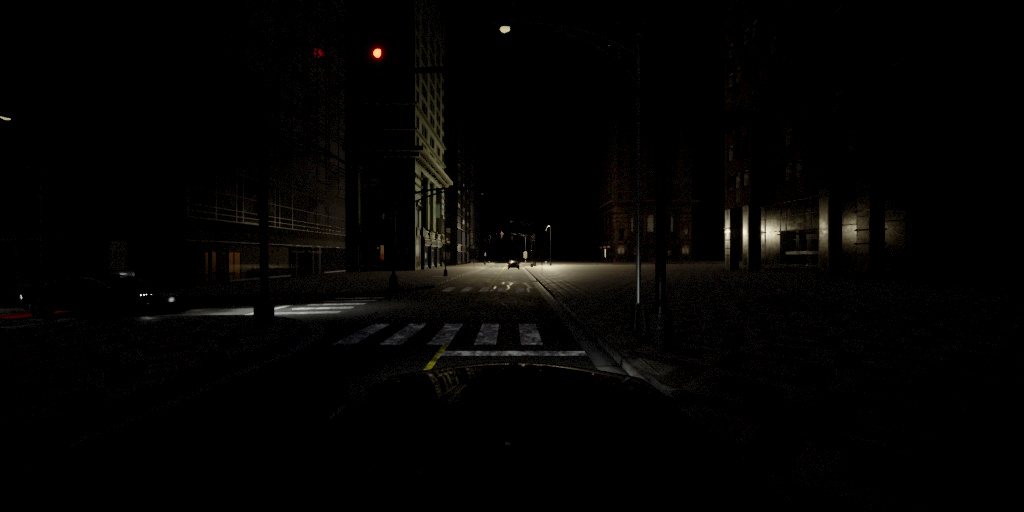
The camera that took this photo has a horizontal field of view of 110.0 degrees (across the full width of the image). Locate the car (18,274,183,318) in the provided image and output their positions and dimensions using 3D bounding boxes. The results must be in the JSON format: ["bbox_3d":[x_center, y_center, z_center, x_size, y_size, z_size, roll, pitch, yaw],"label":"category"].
[{"bbox_3d":[-15.556,1.454,13.737,4.902,1.511,2.128,-1,0,-1],"label":"car"}]

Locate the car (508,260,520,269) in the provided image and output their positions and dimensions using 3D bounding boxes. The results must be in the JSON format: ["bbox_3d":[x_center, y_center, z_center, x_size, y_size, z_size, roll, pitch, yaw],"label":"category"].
[{"bbox_3d":[0.252,1.310,55.323,2.033,1.411,5.357,0,0,0],"label":"car"}]
